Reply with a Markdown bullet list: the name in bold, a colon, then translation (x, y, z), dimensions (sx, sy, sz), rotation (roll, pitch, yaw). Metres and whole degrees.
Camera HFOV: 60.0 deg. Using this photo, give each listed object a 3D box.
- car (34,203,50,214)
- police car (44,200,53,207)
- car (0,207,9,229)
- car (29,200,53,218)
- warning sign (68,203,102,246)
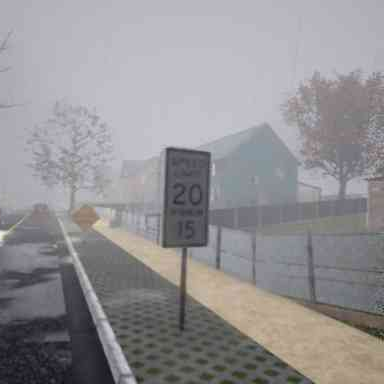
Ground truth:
- **car**: translation (-21.275, 2.356, 47.304), dimensions (1.812, 1.442, 4.674), rotation (3, -2, -23)
- **police car**: translation (-36.758, 3.003, 85.390), dimensions (1.930, 1.638, 5.238), rotation (3, -2, -23)
- **car**: translation (-14.603, 1.811, 24.256), dimensions (1.837, 1.490, 4.892), rotation (3, -2, -23)
- **car**: translation (-17.205, 2.009, 37.834), dimensions (2.097, 1.767, 4.553), rotation (3, -2, -23)
- **warning sign**: translation (-4.876, 1.456, 15.169), dimensions (1.300, 1.860, 1.060), rotation (3, -2, -23)
